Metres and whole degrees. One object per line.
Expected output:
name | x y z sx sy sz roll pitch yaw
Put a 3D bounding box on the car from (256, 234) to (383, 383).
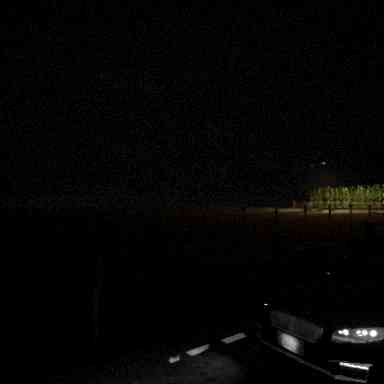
car | 3.134 1.484 5.263 4.902 1.511 2.128 0 0 -35
